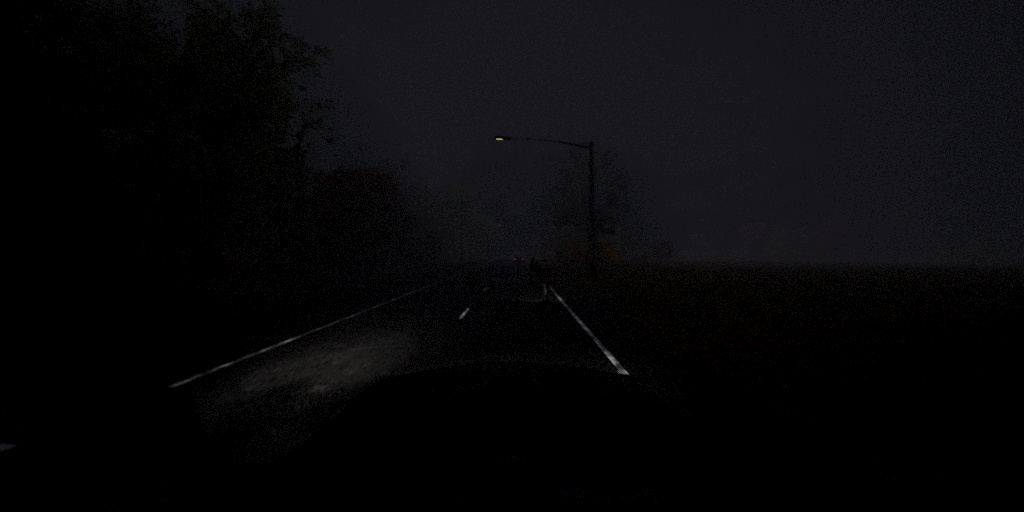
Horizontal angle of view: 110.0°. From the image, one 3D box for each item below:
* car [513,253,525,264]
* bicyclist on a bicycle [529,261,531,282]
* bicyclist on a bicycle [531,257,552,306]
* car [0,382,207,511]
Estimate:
[{"bbox_3d":[1.064,0.502,57.007,2.033,1.411,5.357,0,1,1],"label":"car"},{"bbox_3d":[1.344,0.900,22.272,0.582,1.620,1.656,0,1,1],"label":"bicyclist on a bicycle"},{"bbox_3d":[1.192,0.945,13.488,0.659,1.776,1.843,0,1,1],"label":"bicyclist on a bicycle"},{"bbox_3d":[-3.392,1.276,0.857,2.128,1.511,4.902,0,1,1],"label":"car"}]
